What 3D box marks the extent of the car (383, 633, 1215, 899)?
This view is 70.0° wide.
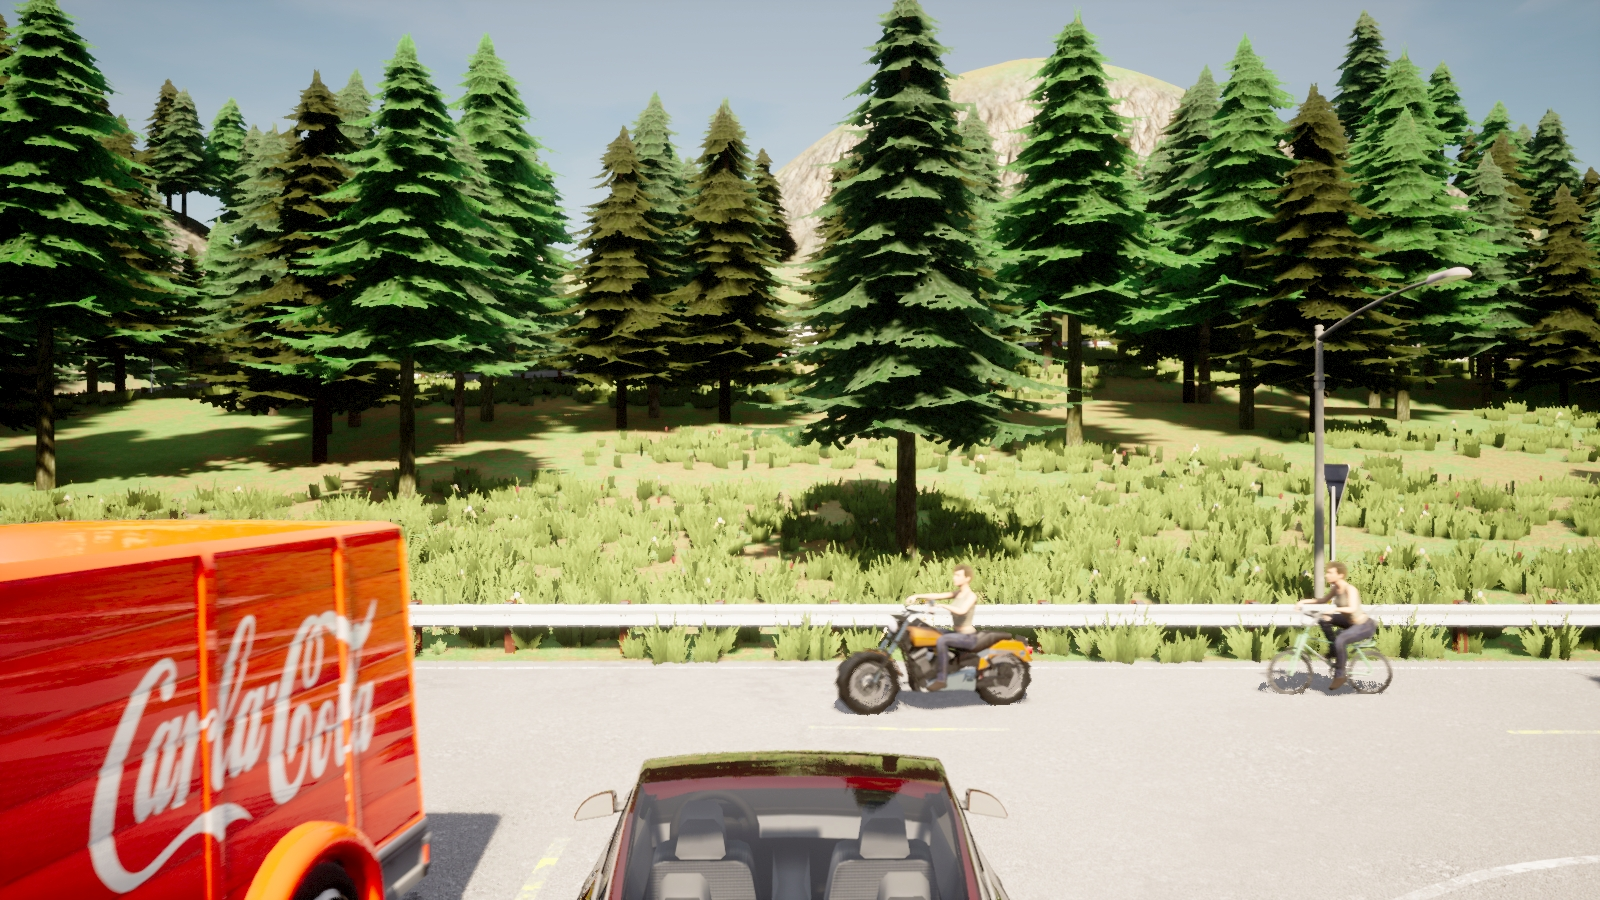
[{"bbox_3d":[-0.033,1.936,5.143,2.163,1.488,4.792,0,-1,-1],"label":"car"}]

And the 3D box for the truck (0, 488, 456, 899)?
[{"bbox_3d":[-3.462,1.434,4.031,2.627,2.467,5.204,0,-1,4],"label":"truck"}]
